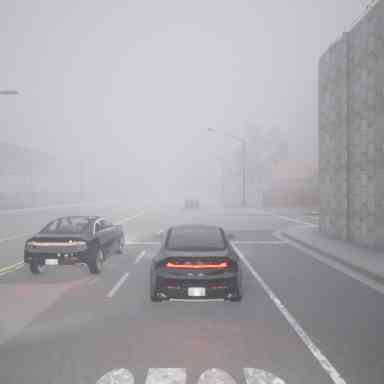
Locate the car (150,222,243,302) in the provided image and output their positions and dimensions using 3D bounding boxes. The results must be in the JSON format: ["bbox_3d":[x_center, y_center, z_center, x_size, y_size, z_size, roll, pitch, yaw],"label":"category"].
[{"bbox_3d":[0.078,1.505,8.265,1.837,1.490,4.892,0,0,0],"label":"car"}]

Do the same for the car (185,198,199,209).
[{"bbox_3d":[-0.022,1.490,44.221,2.128,1.511,4.902,0,0,0],"label":"car"}]

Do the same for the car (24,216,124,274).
[{"bbox_3d":[-3.429,1.491,10.533,2.128,1.511,4.902,0,0,0],"label":"car"}]
